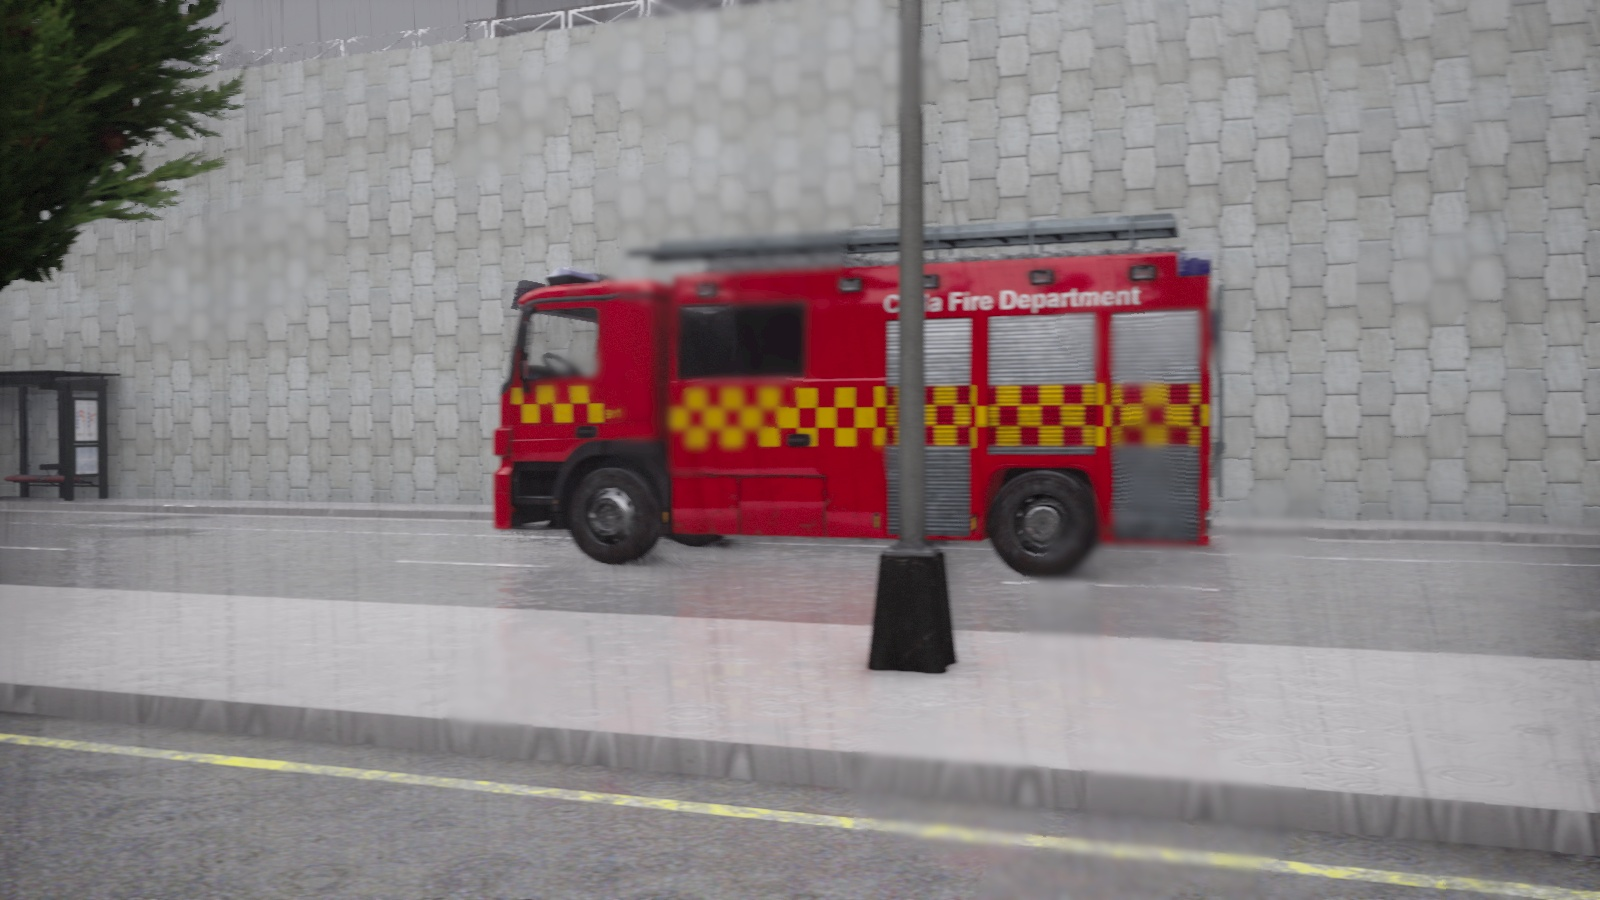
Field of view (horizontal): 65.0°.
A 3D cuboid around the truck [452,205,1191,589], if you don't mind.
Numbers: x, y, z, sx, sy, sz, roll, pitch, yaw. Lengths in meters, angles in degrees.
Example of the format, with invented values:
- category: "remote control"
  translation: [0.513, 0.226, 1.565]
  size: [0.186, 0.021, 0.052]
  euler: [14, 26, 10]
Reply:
- category: "truck"
  translation: [0.258, -0.581, 15.224]
  size: [8.468, 3.827, 2.891]
  euler: [1, 1, 19]
